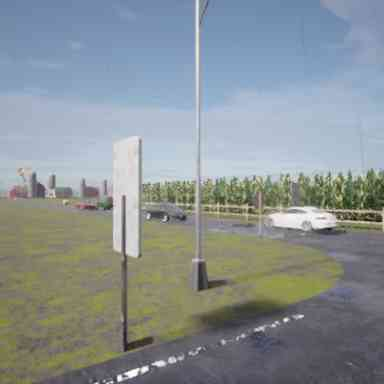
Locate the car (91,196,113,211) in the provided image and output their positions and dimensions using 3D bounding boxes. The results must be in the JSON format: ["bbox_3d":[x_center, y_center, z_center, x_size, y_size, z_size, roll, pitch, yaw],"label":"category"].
[{"bbox_3d":[-12.279,1.624,47.935,2.150,2.045,5.566,0,-1,-34],"label":"car"}]

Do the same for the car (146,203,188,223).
[{"bbox_3d":[-2.237,1.698,28.157,1.837,1.490,4.892,0,0,-34],"label":"car"}]

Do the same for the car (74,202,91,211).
[{"bbox_3d":[-15.182,2.005,47.143,1.895,1.301,4.718,0,-1,-34],"label":"car"}]

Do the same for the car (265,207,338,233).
[{"bbox_3d":[6.585,1.624,20.361,1.812,1.442,4.674,0,-1,-32],"label":"car"}]
